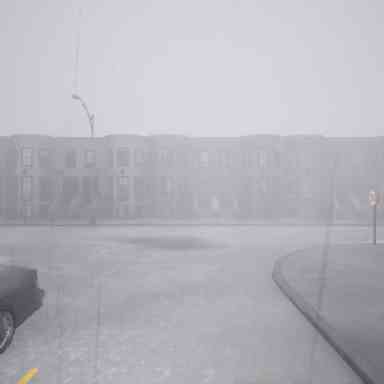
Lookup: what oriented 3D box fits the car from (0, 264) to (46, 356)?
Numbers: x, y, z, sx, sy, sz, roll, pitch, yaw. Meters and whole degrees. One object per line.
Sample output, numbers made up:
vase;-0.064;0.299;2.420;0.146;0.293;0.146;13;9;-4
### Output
car;-3.677;1.550;3.313;2.033;1.411;5.357;0;0;8
